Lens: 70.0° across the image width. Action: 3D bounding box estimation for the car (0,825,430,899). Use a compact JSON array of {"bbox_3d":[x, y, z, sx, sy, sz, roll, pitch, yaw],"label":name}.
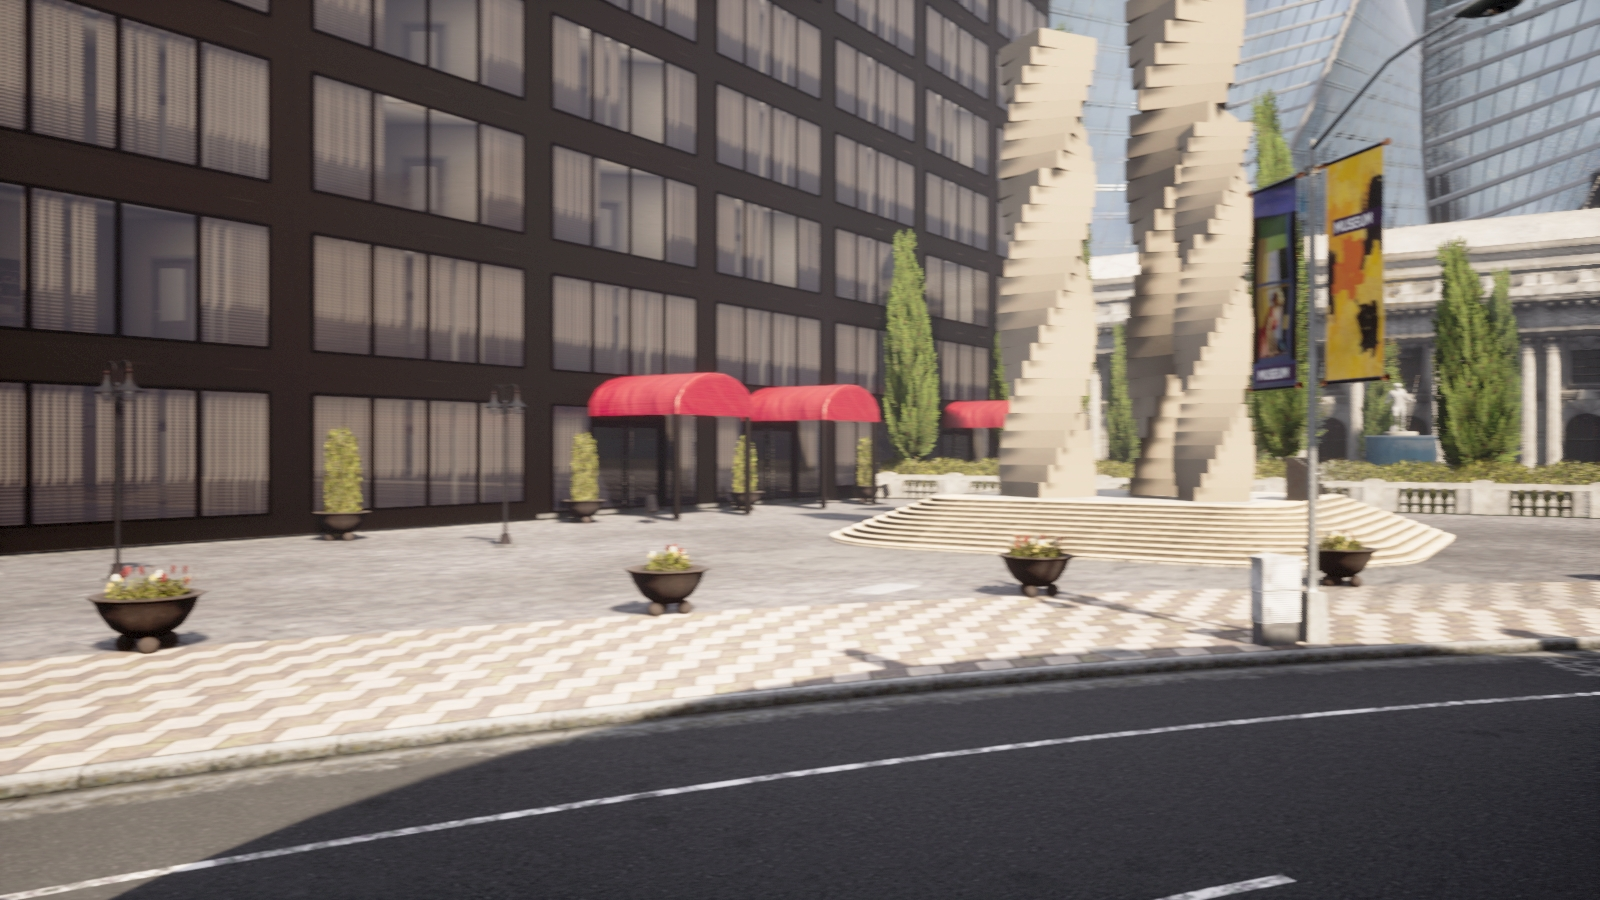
[{"bbox_3d":[-2.978,2.031,1.600,5.006,1.535,2.097,0,0,-33],"label":"car"}]
